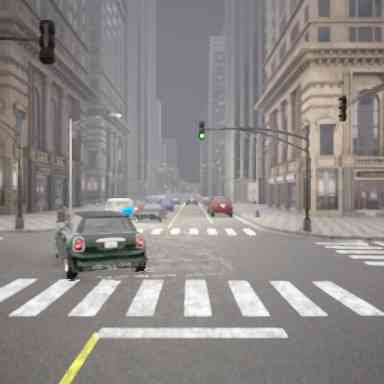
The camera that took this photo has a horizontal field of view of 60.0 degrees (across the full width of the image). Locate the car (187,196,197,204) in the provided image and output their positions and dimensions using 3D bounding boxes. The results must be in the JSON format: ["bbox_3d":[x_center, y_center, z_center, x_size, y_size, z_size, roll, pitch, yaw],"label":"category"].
[{"bbox_3d":[-0.021,1.656,67.460,1.882,1.535,5.008,0,0,0],"label":"car"}]

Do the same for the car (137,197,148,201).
[{"bbox_3d":[-5.771,1.514,31.875,1.967,1.590,4.097,0,0,0],"label":"car"}]

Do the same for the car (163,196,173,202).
[{"bbox_3d":[-5.787,1.673,80.847,1.967,1.590,4.097,0,0,0],"label":"car"}]

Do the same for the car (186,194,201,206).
[{"bbox_3d":[-0.018,1.506,57.428,2.097,1.767,4.553,0,0,0],"label":"car"}]

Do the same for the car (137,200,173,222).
[{"bbox_3d":[-3.080,1.609,27.170,2.033,1.411,5.357,0,0,4],"label":"car"}]

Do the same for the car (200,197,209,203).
[{"bbox_3d":[2.740,1.757,75.412,1.887,1.381,4.507,0,0,0],"label":"car"}]

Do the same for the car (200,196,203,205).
[{"bbox_3d":[2.747,1.693,53.649,2.008,1.369,4.403,0,0,0],"label":"car"}]

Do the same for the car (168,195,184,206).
[{"bbox_3d":[-3.027,1.712,60.648,2.033,1.411,5.357,0,0,0],"label":"car"}]

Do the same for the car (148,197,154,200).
[{"bbox_3d":[-5.773,1.635,37.316,1.887,1.381,4.507,0,0,0],"label":"car"}]

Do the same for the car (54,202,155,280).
[{"bbox_3d":[-3.023,1.352,10.402,2.097,1.767,4.553,1,0,-27],"label":"car"}]

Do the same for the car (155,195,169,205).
[{"bbox_3d":[-5.782,1.492,64.523,2.192,1.841,5.009,0,0,0],"label":"car"}]

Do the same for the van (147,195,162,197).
[{"bbox_3d":[-5.777,1.466,48.200,1.690,1.788,3.998,0,0,0],"label":"van"}]

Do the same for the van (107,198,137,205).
[{"bbox_3d":[-5.769,1.400,26.435,1.690,1.788,3.998,0,0,0],"label":"van"}]

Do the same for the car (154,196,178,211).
[{"bbox_3d":[-3.106,1.576,39.992,1.882,1.535,5.008,0,0,0],"label":"car"}]

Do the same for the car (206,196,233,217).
[{"bbox_3d":[2.754,1.389,31.887,2.192,1.841,5.009,0,0,0],"label":"car"}]

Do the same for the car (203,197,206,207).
[{"bbox_3d":[2.752,1.405,37.328,2.192,1.841,5.009,0,0,0],"label":"car"}]

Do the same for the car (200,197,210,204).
[{"bbox_3d":[2.742,1.776,69.972,1.802,1.307,4.206,0,0,0],"label":"car"}]
